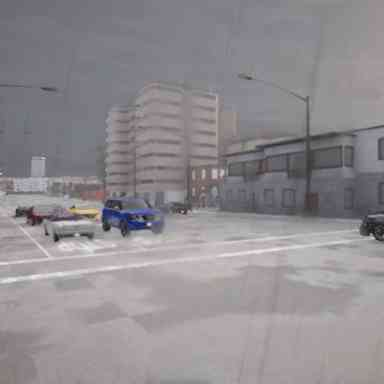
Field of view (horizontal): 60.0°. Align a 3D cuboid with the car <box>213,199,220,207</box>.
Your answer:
[{"bbox_3d":[5.207,1.841,55.207,1.970,1.475,3.806,0,-1,-31],"label":"car"}]

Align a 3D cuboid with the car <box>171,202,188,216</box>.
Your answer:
[{"bbox_3d":[-2.282,1.922,37.692,1.837,1.490,4.892,0,-1,-31],"label":"car"}]

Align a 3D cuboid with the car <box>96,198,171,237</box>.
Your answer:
[{"bbox_3d":[-3.583,1.348,19.374,2.150,2.045,5.566,0,-1,-31],"label":"car"}]

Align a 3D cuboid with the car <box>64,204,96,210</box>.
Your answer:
[{"bbox_3d":[-9.602,1.818,29.317,1.882,1.535,5.008,0,-1,-31],"label":"car"}]

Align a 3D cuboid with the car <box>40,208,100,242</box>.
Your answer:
[{"bbox_3d":[-6.480,1.725,17.398,1.895,1.301,4.718,0,-1,-31],"label":"car"}]

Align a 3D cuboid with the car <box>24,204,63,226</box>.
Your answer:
[{"bbox_3d":[-11.761,1.782,26.127,1.882,1.535,5.008,0,-1,-31],"label":"car"}]

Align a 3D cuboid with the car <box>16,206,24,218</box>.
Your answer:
[{"bbox_3d":[-19.416,2.261,38.801,1.895,1.301,4.718,0,-1,-31],"label":"car"}]

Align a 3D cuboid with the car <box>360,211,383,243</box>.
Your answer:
[{"bbox_3d":[10.577,1.316,14.711,5.566,2.045,2.150,0,4,38],"label":"car"}]
